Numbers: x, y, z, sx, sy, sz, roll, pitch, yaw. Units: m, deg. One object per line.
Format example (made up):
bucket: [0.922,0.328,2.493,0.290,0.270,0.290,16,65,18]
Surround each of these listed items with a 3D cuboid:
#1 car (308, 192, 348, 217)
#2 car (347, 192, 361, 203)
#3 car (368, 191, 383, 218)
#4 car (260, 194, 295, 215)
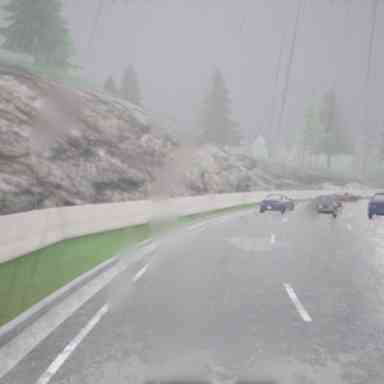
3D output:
car: [9.647,0.967,23.855,2.033,1.411,5.357,1,2,30]
car: [18.101,0.646,39.360,4.718,1.301,1.895,-1,2,-40]
car: [13.209,0.924,22.760,1.882,1.535,5.008,1,2,29]
car: [6.690,0.895,25.945,1.812,1.442,4.674,1,1,29]
